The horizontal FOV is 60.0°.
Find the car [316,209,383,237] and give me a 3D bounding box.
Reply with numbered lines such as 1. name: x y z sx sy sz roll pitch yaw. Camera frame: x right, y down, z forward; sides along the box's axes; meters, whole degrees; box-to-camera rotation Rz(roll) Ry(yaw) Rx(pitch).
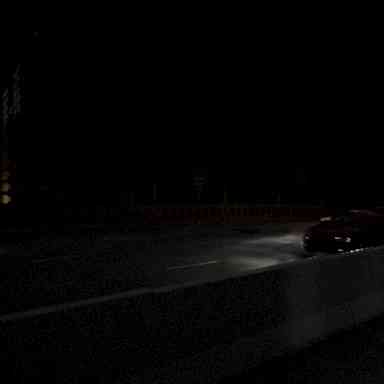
1. car: 9.472 1.712 19.353 4.718 1.301 1.895 1 -1 -36

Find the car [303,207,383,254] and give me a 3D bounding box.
1. car: 6.347 1.531 12.824 5.008 1.535 1.882 0 0 -36
